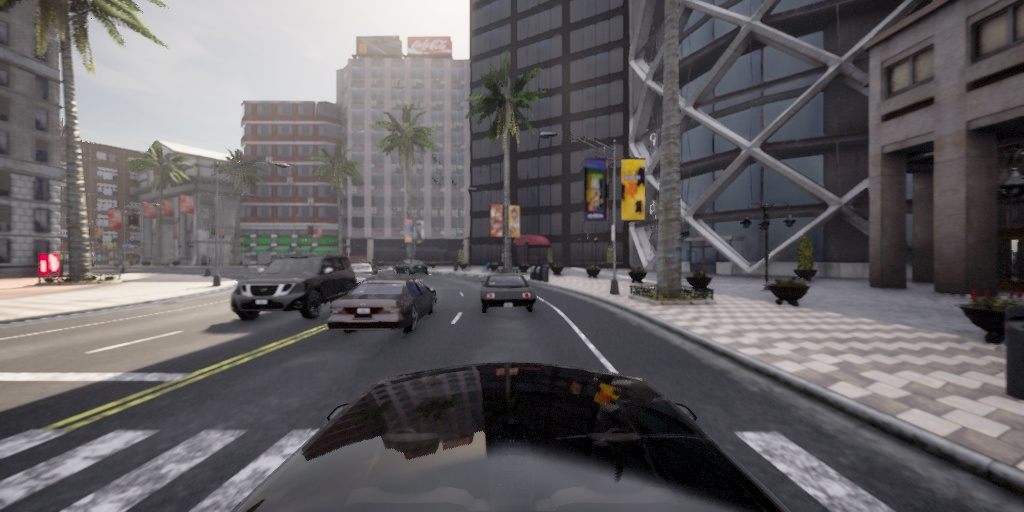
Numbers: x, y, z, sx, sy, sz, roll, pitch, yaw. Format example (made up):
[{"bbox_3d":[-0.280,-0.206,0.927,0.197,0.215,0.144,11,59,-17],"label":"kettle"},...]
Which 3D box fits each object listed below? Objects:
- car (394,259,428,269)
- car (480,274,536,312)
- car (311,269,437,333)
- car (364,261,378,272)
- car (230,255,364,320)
[{"bbox_3d":[-10.596,1.091,37.334,2.097,1.767,4.553,0,0,-41],"label":"car"},{"bbox_3d":[-0.320,1.347,14.217,1.895,1.301,4.718,0,0,-5],"label":"car"},{"bbox_3d":[-3.514,1.295,10.683,2.033,1.411,5.357,0,0,-3],"label":"car"},{"bbox_3d":[-9.740,1.235,22.881,2.128,1.511,4.902,0,0,-22],"label":"car"},{"bbox_3d":[-7.468,0.968,13.039,2.150,2.045,5.566,0,0,-6],"label":"car"}]
